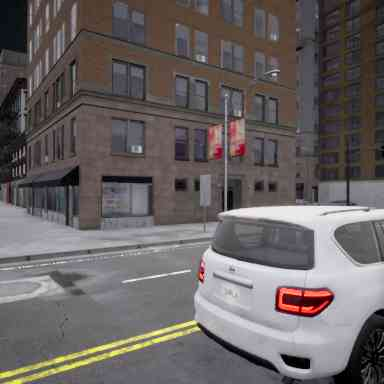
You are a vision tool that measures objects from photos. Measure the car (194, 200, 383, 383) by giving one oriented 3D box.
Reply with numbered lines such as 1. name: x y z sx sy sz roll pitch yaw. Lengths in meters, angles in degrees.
1. car: 2.645 1.222 5.312 5.566 2.045 2.150 0 0 -35

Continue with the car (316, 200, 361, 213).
1. car: 16.982 1.597 38.728 1.947 1.339 4.313 0 0 -35
